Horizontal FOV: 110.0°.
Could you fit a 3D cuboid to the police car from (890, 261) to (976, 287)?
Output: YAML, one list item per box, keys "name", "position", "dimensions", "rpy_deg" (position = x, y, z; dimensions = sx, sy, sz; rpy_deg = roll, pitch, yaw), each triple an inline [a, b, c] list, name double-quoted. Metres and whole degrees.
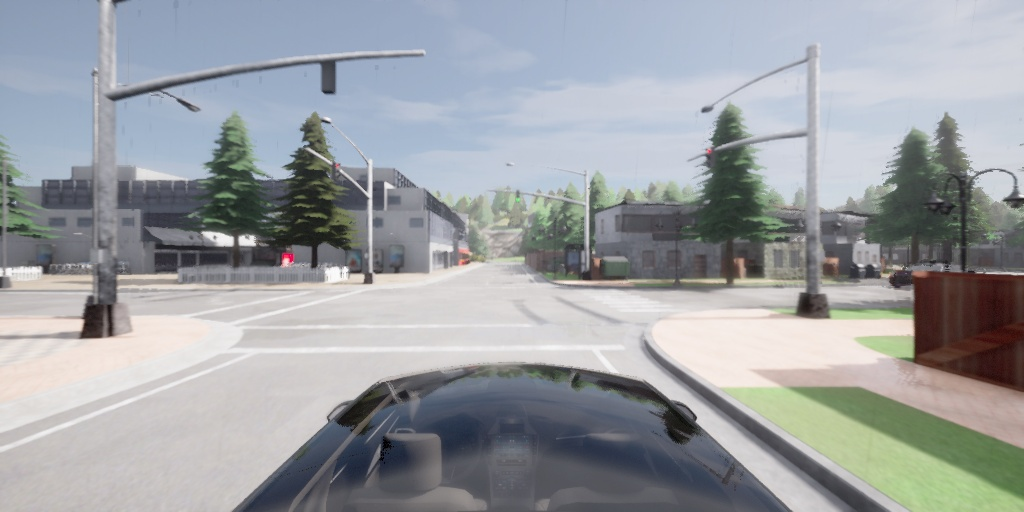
- name: "police car"
  position: [25.409, 1.122, 21.734]
  dimensions: [5.238, 1.638, 1.930]
  rpy_deg: [0, 1, -15]
